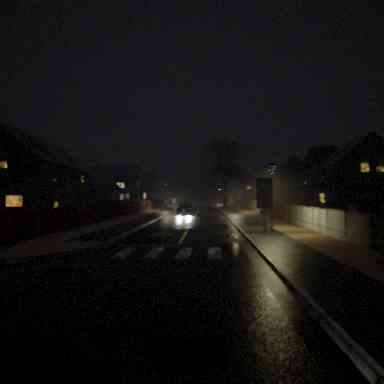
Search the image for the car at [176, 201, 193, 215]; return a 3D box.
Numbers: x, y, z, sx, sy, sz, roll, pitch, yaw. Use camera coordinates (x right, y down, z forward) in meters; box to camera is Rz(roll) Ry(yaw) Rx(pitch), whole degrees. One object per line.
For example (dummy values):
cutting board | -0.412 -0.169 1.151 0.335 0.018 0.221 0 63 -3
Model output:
car | -0.840 1.858 40.073 2.128 1.511 4.902 0 -1 3
